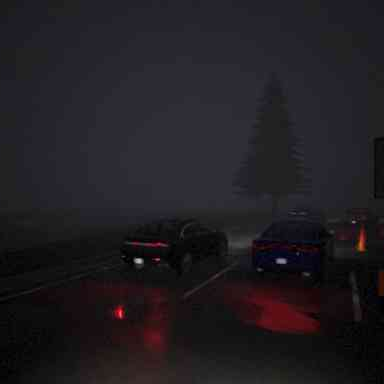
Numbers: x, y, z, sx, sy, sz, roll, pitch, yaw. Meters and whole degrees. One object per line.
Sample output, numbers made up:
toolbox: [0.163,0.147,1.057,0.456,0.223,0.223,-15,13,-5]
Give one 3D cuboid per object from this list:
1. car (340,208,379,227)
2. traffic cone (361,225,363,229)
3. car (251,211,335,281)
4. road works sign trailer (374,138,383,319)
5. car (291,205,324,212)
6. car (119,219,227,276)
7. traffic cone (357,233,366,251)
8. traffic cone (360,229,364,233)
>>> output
car: [13.025,1.899,25.691,1.895,1.301,4.718,-1,-1,39]
traffic cone: [8.837,2.157,17.293,0.340,0.580,0.340,0,-1,27]
car: [3.353,1.605,10.538,1.882,1.535,5.008,-1,-1,27]
road works sign trailer: [5.106,0.542,6.857,2.380,3.560,2.880,0,-1,27]
car: [9.171,1.806,26.381,2.128,1.511,4.902,-1,-1,38]
car: [-0.351,1.632,10.981,2.128,1.511,4.902,-1,-1,26]
traffic cone: [7.001,2.116,13.739,0.340,0.580,0.340,0,-1,27]
traffic cone: [7.919,2.136,15.516,0.340,0.580,0.340,0,-1,27]
